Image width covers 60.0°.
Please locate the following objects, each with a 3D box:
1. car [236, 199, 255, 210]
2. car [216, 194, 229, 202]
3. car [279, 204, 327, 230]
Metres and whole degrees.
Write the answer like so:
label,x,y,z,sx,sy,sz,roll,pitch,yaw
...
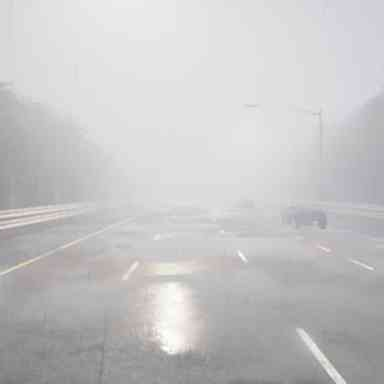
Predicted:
label,x,y,z,sx,sy,sz,roll,pitch,yaw
car,7.011,1.562,44.040,2.033,1.411,5.357,0,0,0
car,7.076,1.410,74.118,2.097,1.767,4.553,0,0,0
car,7.006,1.510,21.325,1.837,1.490,4.892,0,0,0
